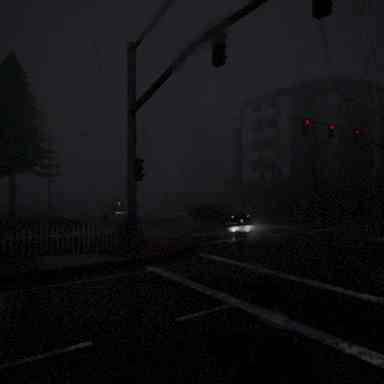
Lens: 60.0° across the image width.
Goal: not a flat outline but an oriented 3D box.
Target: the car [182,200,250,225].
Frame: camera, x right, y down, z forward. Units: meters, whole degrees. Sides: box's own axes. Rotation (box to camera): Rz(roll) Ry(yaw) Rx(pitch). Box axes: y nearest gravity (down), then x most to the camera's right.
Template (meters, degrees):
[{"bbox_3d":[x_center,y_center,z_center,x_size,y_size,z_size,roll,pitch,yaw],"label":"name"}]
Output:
[{"bbox_3d":[1.786,1.513,24.097,2.033,1.411,5.357,0,0,-34],"label":"car"}]

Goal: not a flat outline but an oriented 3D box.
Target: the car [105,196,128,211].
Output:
[{"bbox_3d":[-8.726,1.315,39.736,2.097,1.767,4.553,0,0,-34],"label":"car"}]
